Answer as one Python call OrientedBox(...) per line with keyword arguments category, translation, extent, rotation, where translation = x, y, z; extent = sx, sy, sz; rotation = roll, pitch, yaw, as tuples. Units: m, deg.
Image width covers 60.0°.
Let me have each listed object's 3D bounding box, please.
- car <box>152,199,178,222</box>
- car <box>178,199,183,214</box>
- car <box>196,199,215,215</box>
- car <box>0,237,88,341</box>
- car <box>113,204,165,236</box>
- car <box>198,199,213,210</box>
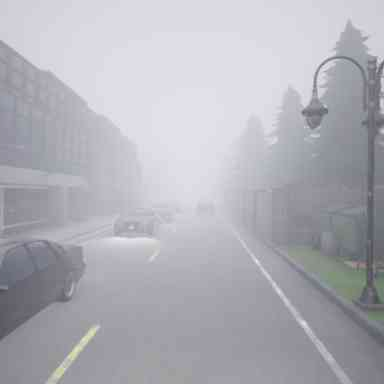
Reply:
OrientedBox(category="car", translation=(-2.484, 1.517, 26.575), extent=(1.837, 1.490, 4.892), rotation=(1, 0, 2))
OrientedBox(category="car", translation=(-2.083, 1.545, 36.748), extent=(1.837, 1.490, 4.892), rotation=(1, -1, 3))
OrientedBox(category="car", translation=(1.415, 1.550, 34.888), extent=(1.882, 1.535, 5.008), rotation=(1, 0, 3))
OrientedBox(category="car", translation=(-3.434, 1.520, 5.547), extent=(2.033, 1.411, 5.357), rotation=(1, 0, 2))
OrientedBox(category="car", translation=(-2.912, 1.563, 18.384), extent=(1.994, 1.385, 4.181), rotation=(1, 0, 2))
OrientedBox(category="car", translation=(1.873, 1.659, 46.828), extent=(1.994, 1.385, 4.181), rotation=(1, 0, 3))
